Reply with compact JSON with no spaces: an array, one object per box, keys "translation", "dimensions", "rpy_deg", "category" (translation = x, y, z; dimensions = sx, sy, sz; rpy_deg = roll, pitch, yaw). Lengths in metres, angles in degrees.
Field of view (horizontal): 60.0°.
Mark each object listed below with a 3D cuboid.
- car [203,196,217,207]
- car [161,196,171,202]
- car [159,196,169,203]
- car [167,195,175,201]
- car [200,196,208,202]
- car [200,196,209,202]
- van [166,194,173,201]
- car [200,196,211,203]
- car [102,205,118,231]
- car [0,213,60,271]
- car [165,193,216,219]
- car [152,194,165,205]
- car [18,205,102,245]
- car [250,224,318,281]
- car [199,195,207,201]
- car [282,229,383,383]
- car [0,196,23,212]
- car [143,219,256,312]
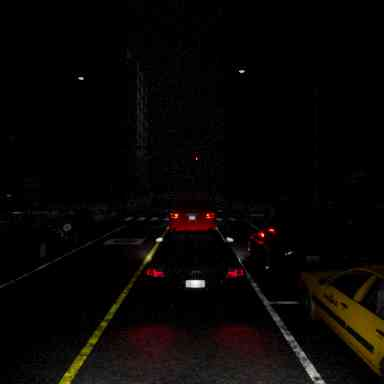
[{"translation":[2.794,1.451,52.542],"dimensions":[1.967,1.590,4.097],"rpy_deg":[0,0,0],"category":"car"},{"translation":[-5.718,1.548,74.127],"dimensions":[1.752,1.417,4.829],"rpy_deg":[0,0,0],"category":"car"},{"translation":[-5.721,1.601,68.860],"dimensions":[1.802,1.307,4.206],"rpy_deg":[0,0,0],"category":"car"},{"translation":[-5.708,1.584,90.610],"dimensions":[2.008,1.369,4.403],"rpy_deg":[0,0,0],"category":"car"},{"translation":[2.810,1.571,79.730],"dimensions":[1.887,1.381,4.507],"rpy_deg":[0,0,0],"category":"car"},{"translation":[2.807,1.567,74.292],"dimensions":[1.887,1.381,4.507],"rpy_deg":[0,0,0],"category":"car"},{"translation":[-5.712,1.371,85.173],"dimensions":[1.690,1.788,3.998],"rpy_deg":[0,0,0],"category":"van"},{"translation":[2.804,1.570,68.854],"dimensions":[2.008,1.369,4.403],"rpy_deg":[0,0,0],"category":"car"},{"translation":[-5.751,1.526,20.407],"dimensions":[1.752,1.417,4.829],"rpy_deg":[0,0,0],"category":"car"},{"translation":[-5.758,1.545,9.663],"dimensions":[1.887,1.381,4.507],"rpy_deg":[0,0,0],"category":"car"},{"translation":[0.014,1.222,17.209],"dimensions":[2.150,2.045,5.566],"rpy_deg":[0,0,0],"category":"car"},{"translation":[-5.728,1.328,57.985],"dimensions":[2.192,1.841,5.009],"rpy_deg":[0,0,0],"category":"car"},{"translation":[-5.755,1.441,15.120],"dimensions":[1.967,1.590,4.097],"rpy_deg":[0,0,0],"category":"car"},{"translation":[2.767,1.566,9.659],"dimensions":[1.947,1.339,4.313],"rpy_deg":[0,0,0],"category":"car"},{"translation":[2.814,1.555,85.337],"dimensions":[1.752,1.417,4.829],"rpy_deg":[0,0,0],"category":"car"},{"translation":[2.764,1.525,4.373],"dimensions":[1.752,1.417,4.829],"rpy_deg":[0,0,0],"category":"car"},{"translation":[-18.418,1.147,32.039],"dimensions":[5.008,1.535,1.882],"rpy_deg":[1,0,1],"category":"car"},{"translation":[0.064,1.564,7.789],"dimensions":[1.994,1.385,4.181],"rpy_deg":[0,0,0],"category":"car"}]
